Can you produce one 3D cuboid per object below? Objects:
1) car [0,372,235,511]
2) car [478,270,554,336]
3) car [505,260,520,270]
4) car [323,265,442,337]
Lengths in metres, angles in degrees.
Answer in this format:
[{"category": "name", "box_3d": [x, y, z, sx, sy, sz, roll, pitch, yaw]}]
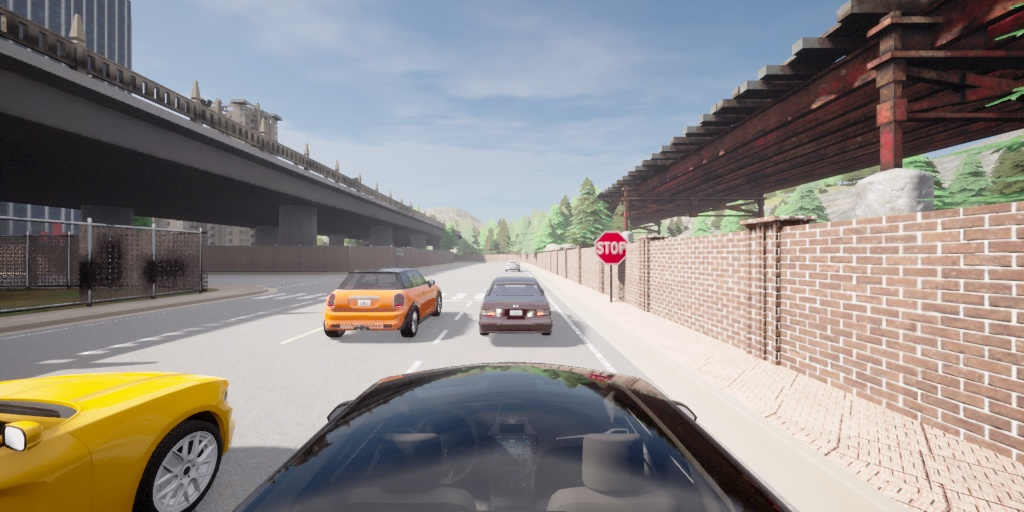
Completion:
[{"category": "car", "box_3d": [-3.398, 1.228, 1.136, 1.882, 1.535, 5.008, 0, 0, 0]}, {"category": "car", "box_3d": [0.088, 1.297, 10.412, 2.033, 1.411, 5.357, 0, 0, 0]}, {"category": "car", "box_3d": [0.114, 1.276, 46.284, 1.812, 1.442, 4.674, 0, 0, -1]}, {"category": "car", "box_3d": [-3.414, 1.102, 10.393, 2.097, 1.767, 4.553, 0, 0, 0]}]
